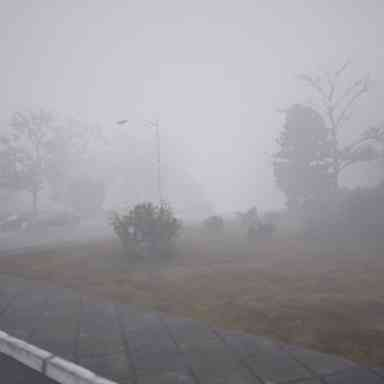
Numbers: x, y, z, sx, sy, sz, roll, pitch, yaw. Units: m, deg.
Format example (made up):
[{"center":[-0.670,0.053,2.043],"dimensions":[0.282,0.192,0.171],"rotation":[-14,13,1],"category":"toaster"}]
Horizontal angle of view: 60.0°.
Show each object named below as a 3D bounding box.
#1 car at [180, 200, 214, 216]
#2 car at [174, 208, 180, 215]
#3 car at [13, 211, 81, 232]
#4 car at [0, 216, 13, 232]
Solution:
[{"center":[1.096,2.231,47.435],"dimensions":[2.150,2.045,5.566],"rotation":[-3,-2,32],"category":"car"},{"center":[-0.639,2.738,51.189],"dimensions":[2.033,1.411,5.357],"rotation":[-3,-2,32],"category":"car"},{"center":[-11.551,2.390,27.497],"dimensions":[2.128,1.511,4.902],"rotation":[-3,-2,33],"category":"car"},{"center":[-14.849,2.589,28.835],"dimensions":[1.812,1.442,4.674],"rotation":[-3,-2,33],"category":"car"}]
